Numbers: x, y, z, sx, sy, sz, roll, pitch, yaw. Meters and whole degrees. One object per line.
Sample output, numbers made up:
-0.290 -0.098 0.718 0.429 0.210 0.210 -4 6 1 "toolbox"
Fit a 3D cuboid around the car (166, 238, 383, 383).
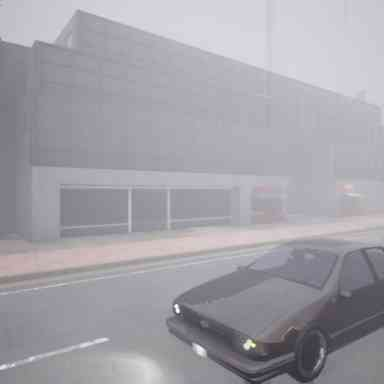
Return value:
2.238 1.547 5.641 5.357 1.411 2.033 0 0 -36 "car"
